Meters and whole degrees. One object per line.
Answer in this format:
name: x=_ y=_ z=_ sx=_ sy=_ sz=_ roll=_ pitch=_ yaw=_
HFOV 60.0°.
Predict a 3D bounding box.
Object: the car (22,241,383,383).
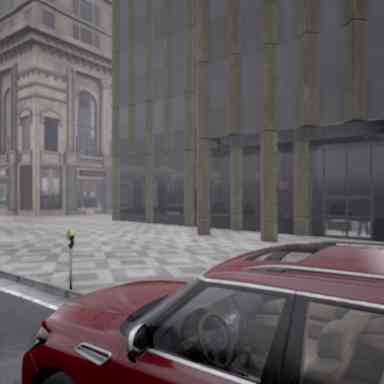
car: x=0.869 y=1.313 z=2.353 sx=5.009 sy=1.841 sz=2.192 roll=0 pitch=0 yaw=36
